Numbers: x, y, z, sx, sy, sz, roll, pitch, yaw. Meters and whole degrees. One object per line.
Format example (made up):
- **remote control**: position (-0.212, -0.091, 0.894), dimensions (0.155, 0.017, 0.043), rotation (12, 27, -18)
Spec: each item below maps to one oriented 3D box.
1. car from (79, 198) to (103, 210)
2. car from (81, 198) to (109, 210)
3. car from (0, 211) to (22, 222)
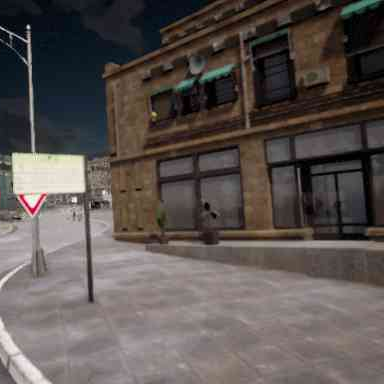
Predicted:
- **car**: position (-19.556, 2.333, 64.544), dimensions (2.097, 1.767, 4.553), rotation (-5, 3, 15)
- **car**: position (-17.417, 2.133, 60.995), dimensions (2.150, 2.045, 5.566), rotation (-5, 2, 17)
- **car**: position (-24.724, 3.234, 44.182), dimensions (4.181, 1.385, 1.994), rotation (-3, -3, 23)
